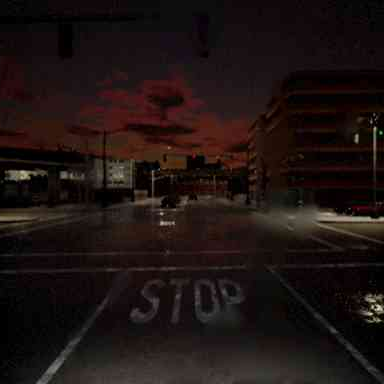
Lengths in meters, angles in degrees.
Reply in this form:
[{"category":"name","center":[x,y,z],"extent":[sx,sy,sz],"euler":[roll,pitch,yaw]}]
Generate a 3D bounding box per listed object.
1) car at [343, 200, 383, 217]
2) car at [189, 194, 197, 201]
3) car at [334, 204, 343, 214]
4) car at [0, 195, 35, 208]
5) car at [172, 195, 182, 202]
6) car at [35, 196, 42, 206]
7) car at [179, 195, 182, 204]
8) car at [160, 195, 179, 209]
[{"category":"car","center":[16.303,1.548,29.197],"extent":[4.718,1.301,1.895],"euler":[0,0,-3]},{"category":"car","center":[0.212,1.216,72.714],"extent":[1.837,1.490,4.892],"euler":[0,0,0]},{"category":"car","center":[16.219,1.505,32.680],"extent":[4.181,1.385,1.994],"euler":[0,0,1]},{"category":"car","center":[-23.310,1.218,42.605],"extent":[4.611,1.667,2.242],"euler":[0,0,1]},{"category":"car","center":[-3.290,1.346,72.995],"extent":[1.882,1.535,5.008],"euler":[0,0,0]},{"category":"car","center":[-24.026,1.369,48.356],"extent":[3.806,1.475,1.970],"euler":[0,0,1]},{"category":"car","center":[-3.229,1.249,58.165],"extent":[2.097,1.767,4.553],"euler":[0,0,0]},{"category":"car","center":[-3.095,1.424,44.040],"extent":[1.837,1.490,4.892],"euler":[0,1,-1]}]
